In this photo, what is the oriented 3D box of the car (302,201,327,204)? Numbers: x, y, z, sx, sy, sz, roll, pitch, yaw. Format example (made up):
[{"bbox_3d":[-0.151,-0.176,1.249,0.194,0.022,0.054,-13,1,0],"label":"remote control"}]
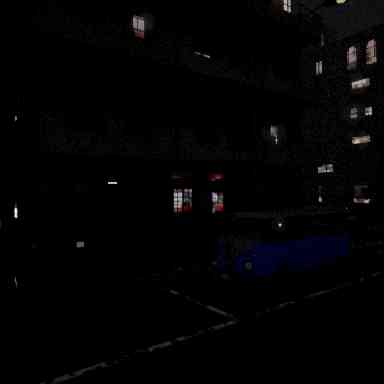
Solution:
[{"bbox_3d":[11.822,1.538,30.734,1.895,1.301,4.718,-1,1,-39],"label":"car"}]

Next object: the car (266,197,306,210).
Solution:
[{"bbox_3d":[11.553,1.352,40.963,1.887,1.381,4.507,-1,1,-37],"label":"car"}]

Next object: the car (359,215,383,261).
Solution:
[{"bbox_3d":[6.829,1.546,11.948,4.403,1.369,2.008,0,-1,-37],"label":"car"}]

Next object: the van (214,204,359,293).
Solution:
[{"bbox_3d":[2.399,1.338,8.555,3.998,1.788,1.690,0,-1,-37],"label":"van"}]
